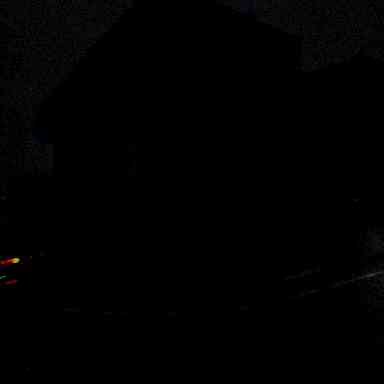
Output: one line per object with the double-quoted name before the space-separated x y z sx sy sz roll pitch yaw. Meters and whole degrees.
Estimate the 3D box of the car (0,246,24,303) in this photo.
"car" -5.565 1.540 6.987 4.902 1.511 2.128 -1 -1 32
